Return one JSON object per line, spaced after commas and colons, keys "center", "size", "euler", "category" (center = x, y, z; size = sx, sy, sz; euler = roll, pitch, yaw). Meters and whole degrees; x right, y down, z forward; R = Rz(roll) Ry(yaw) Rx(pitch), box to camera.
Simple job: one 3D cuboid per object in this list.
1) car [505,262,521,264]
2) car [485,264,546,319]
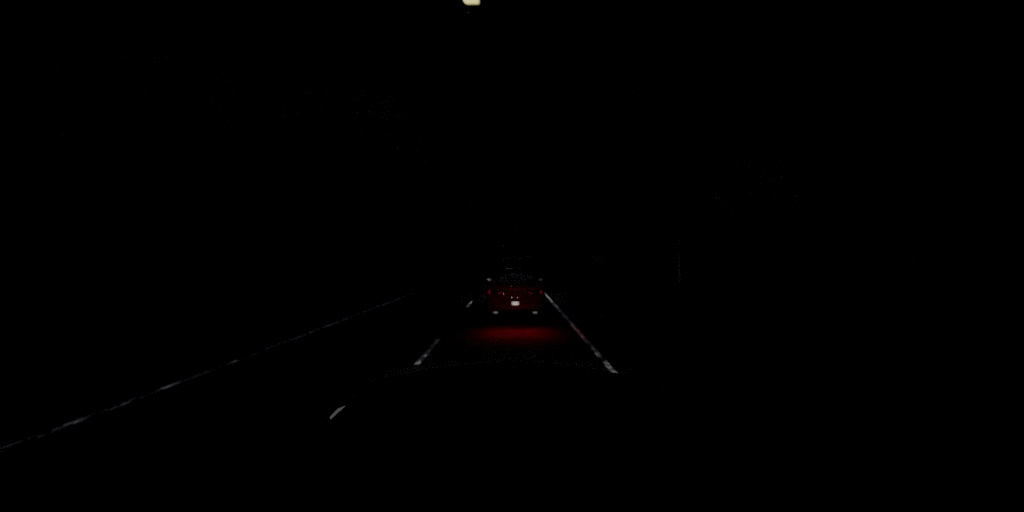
{"center": [0.096, 1.226, 31.402], "size": [2.128, 1.511, 4.902], "euler": [0, 0, 0], "category": "car"}
{"center": [0.097, 1.221, 12.854], "size": [1.882, 1.535, 5.008], "euler": [0, 0, 0], "category": "car"}
